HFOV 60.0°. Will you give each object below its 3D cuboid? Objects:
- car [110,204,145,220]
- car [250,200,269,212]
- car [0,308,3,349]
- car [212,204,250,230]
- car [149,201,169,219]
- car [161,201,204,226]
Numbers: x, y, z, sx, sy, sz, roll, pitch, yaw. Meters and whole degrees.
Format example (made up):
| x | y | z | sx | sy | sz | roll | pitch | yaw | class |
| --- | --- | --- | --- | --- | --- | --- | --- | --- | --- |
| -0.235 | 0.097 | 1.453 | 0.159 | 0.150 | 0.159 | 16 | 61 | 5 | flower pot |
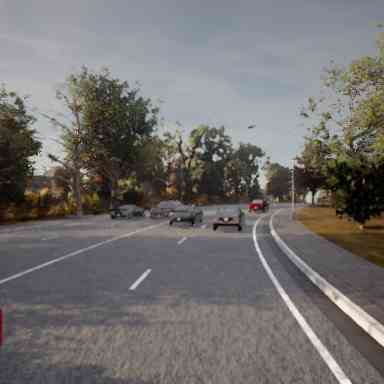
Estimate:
| x | y | z | sx | sy | sz | roll | pitch | yaw | class |
| --- | --- | --- | --- | --- | --- | --- | --- | --- | --- |
| -6.074 | 1.879 | 31.724 | 1.994 | 1.385 | 4.181 | -1 | -1 | 16 | car |
| 8.378 | 1.686 | 41.290 | 1.882 | 1.535 | 5.008 | -1 | -1 | 21 | car |
| -3.298 | 1.221 | 1.504 | 2.150 | 2.045 | 5.566 | 0 | 0 | 1 | car |
| 2.544 | 1.677 | 22.196 | 2.033 | 1.411 | 5.357 | -1 | 0 | 12 | car |
| -2.388 | 1.627 | 31.907 | 2.097 | 1.767 | 4.553 | -1 | -1 | 16 | car |
| -0.375 | 1.671 | 24.989 | 2.128 | 1.511 | 4.902 | -1 | -1 | 12 | car |
